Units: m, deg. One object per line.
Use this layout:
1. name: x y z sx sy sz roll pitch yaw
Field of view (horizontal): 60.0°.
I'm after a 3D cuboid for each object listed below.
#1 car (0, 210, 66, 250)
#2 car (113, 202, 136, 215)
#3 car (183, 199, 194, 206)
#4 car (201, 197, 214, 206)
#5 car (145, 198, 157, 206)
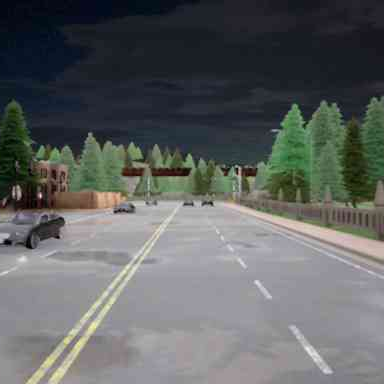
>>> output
1. car: -7.259 1.594 14.917 2.128 1.511 4.902 0 0 -1
2. car: -7.517 1.816 37.449 1.994 1.385 4.181 0 0 -1
3. car: -0.613 1.987 63.137 1.994 1.385 4.181 0 0 -1
4. car: 2.894 1.770 62.522 2.097 1.767 4.553 0 0 -1
5. car: -7.764 1.920 63.804 2.128 1.511 4.902 0 0 0
